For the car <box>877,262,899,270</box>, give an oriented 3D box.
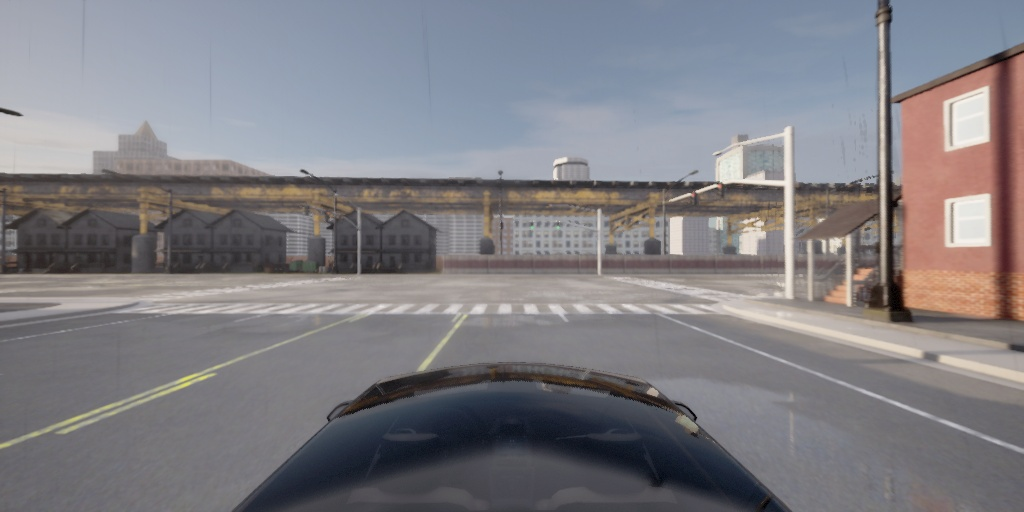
[{"bbox_3d":[37.875,1.423,36.151,4.553,1.767,2.097,0,-1,0],"label":"car"}]
